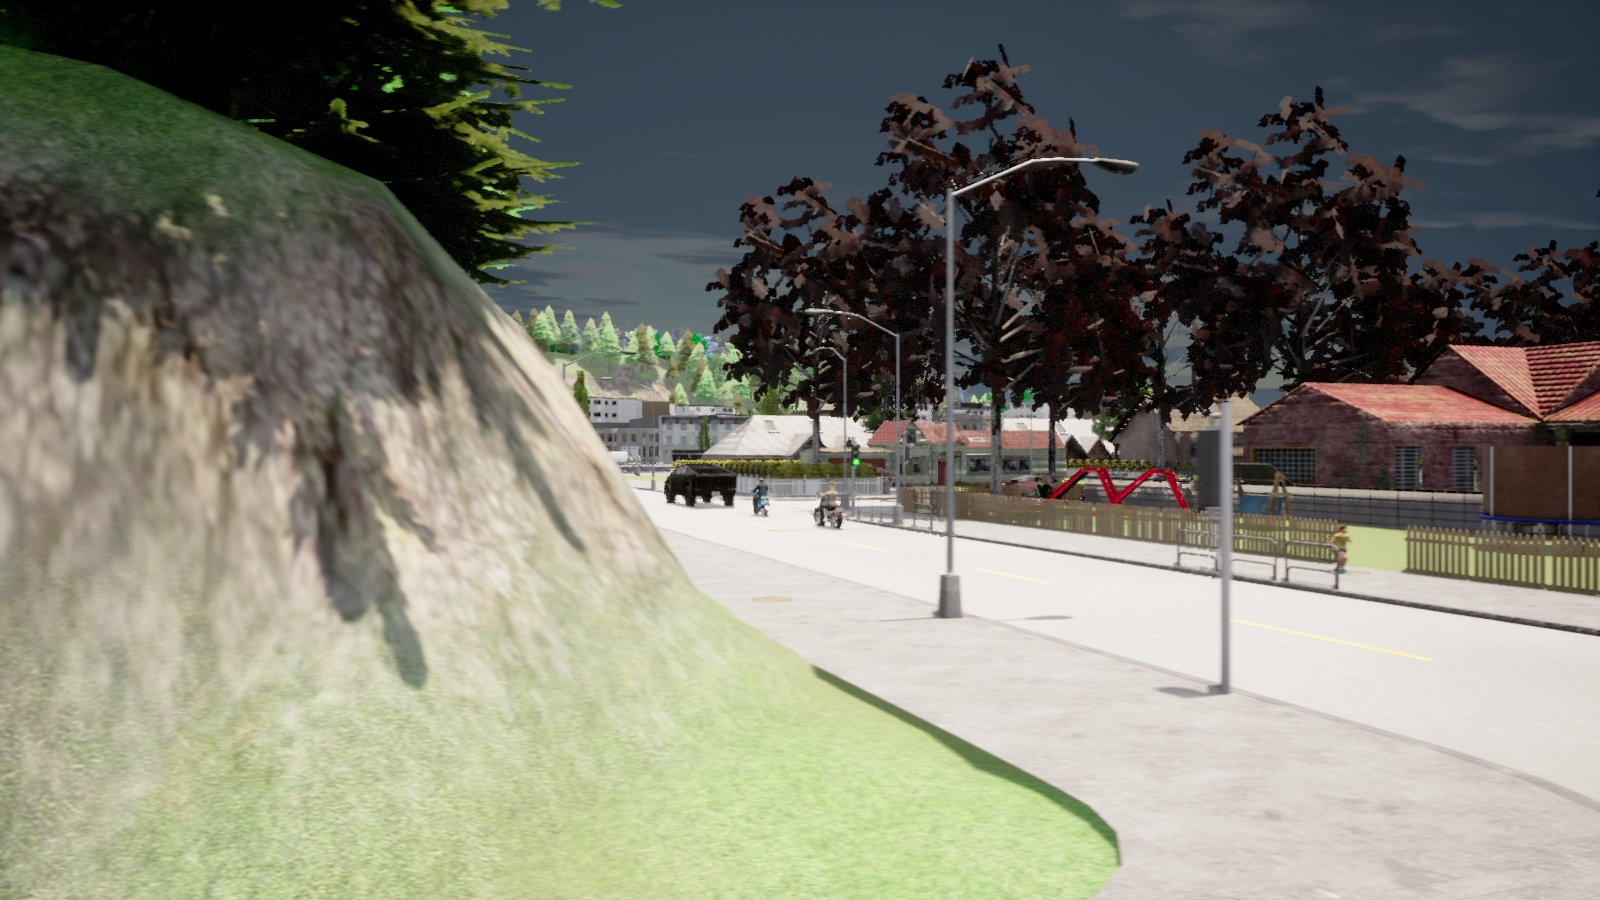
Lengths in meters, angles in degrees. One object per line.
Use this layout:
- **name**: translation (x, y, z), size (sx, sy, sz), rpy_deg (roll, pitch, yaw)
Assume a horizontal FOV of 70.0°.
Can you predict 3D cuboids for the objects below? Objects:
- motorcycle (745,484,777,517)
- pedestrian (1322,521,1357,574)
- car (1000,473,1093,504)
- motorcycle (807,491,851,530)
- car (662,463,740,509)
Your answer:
- **motorcycle**: translation (-1.669, 2.143, 48.568), size (0.856, 1.316, 1.805), rpy_deg (0, 0, -20)
- **pedestrian**: translation (11.791, 2.127, 24.972), size (0.500, 1.100, 0.500), rpy_deg (0, 0, -20)
- **car**: translation (13.242, 2.043, 61.354), size (4.514, 1.525, 2.007), rpy_deg (0, 0, -20)
- **motorcycle**: translation (1.028, 2.156, 41.217), size (0.764, 1.307, 2.356), rpy_deg (0, 0, -20)
- **car**: translation (-5.122, 1.755, 58.092), size (2.390, 2.098, 6.274), rpy_deg (0, 0, -20)
